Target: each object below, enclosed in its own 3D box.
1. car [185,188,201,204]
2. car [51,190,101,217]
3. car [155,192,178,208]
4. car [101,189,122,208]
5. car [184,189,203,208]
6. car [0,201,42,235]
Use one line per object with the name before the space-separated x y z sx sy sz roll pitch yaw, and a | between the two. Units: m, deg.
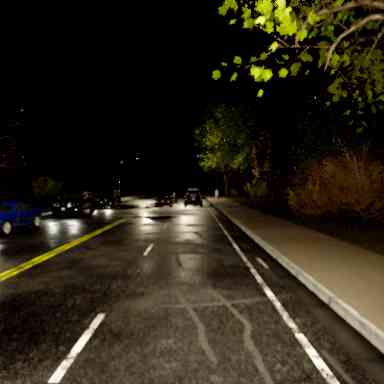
car | 0.198 0.523 48.380 2.150 2.045 5.566 0 1 0
car | -9.727 0.882 27.864 2.150 2.045 5.566 0 1 0
car | -3.097 1.026 37.859 2.033 1.411 5.357 0 1 0
car | -9.644 0.725 38.337 2.150 2.045 5.566 0 1 1
car | 0.153 0.808 38.228 2.097 1.767 4.553 0 1 0
car | -9.774 1.289 17.590 1.882 1.535 5.008 0 1 0
